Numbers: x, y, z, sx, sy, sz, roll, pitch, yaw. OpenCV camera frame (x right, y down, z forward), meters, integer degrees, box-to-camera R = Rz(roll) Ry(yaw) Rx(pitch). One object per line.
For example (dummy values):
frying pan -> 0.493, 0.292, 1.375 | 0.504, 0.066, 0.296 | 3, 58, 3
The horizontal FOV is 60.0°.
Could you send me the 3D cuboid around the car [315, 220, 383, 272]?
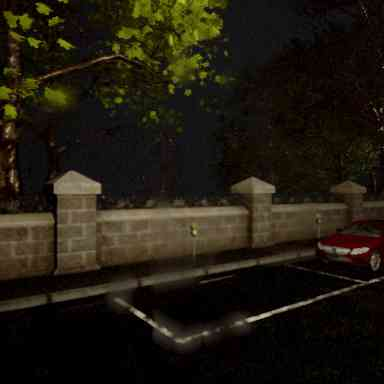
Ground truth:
car -> 5.732, 1.569, 10.653 | 4.206, 1.307, 1.802 | 0, 0, -36
